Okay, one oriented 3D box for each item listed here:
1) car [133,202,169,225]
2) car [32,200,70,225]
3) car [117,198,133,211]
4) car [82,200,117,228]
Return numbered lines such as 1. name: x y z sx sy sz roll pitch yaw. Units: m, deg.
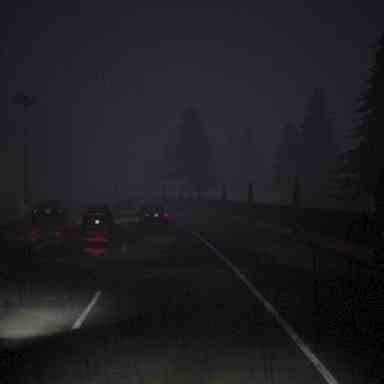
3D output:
1. car: -2.872 1.542 23.793 2.033 1.411 5.357 0 0 -13
2. car: -10.380 1.365 24.733 2.097 1.767 4.553 0 0 -14
3. car: -8.470 1.477 40.935 1.882 1.535 5.008 0 0 -22
4. car: -6.150 1.509 22.117 1.837 1.490 4.892 0 0 -12
